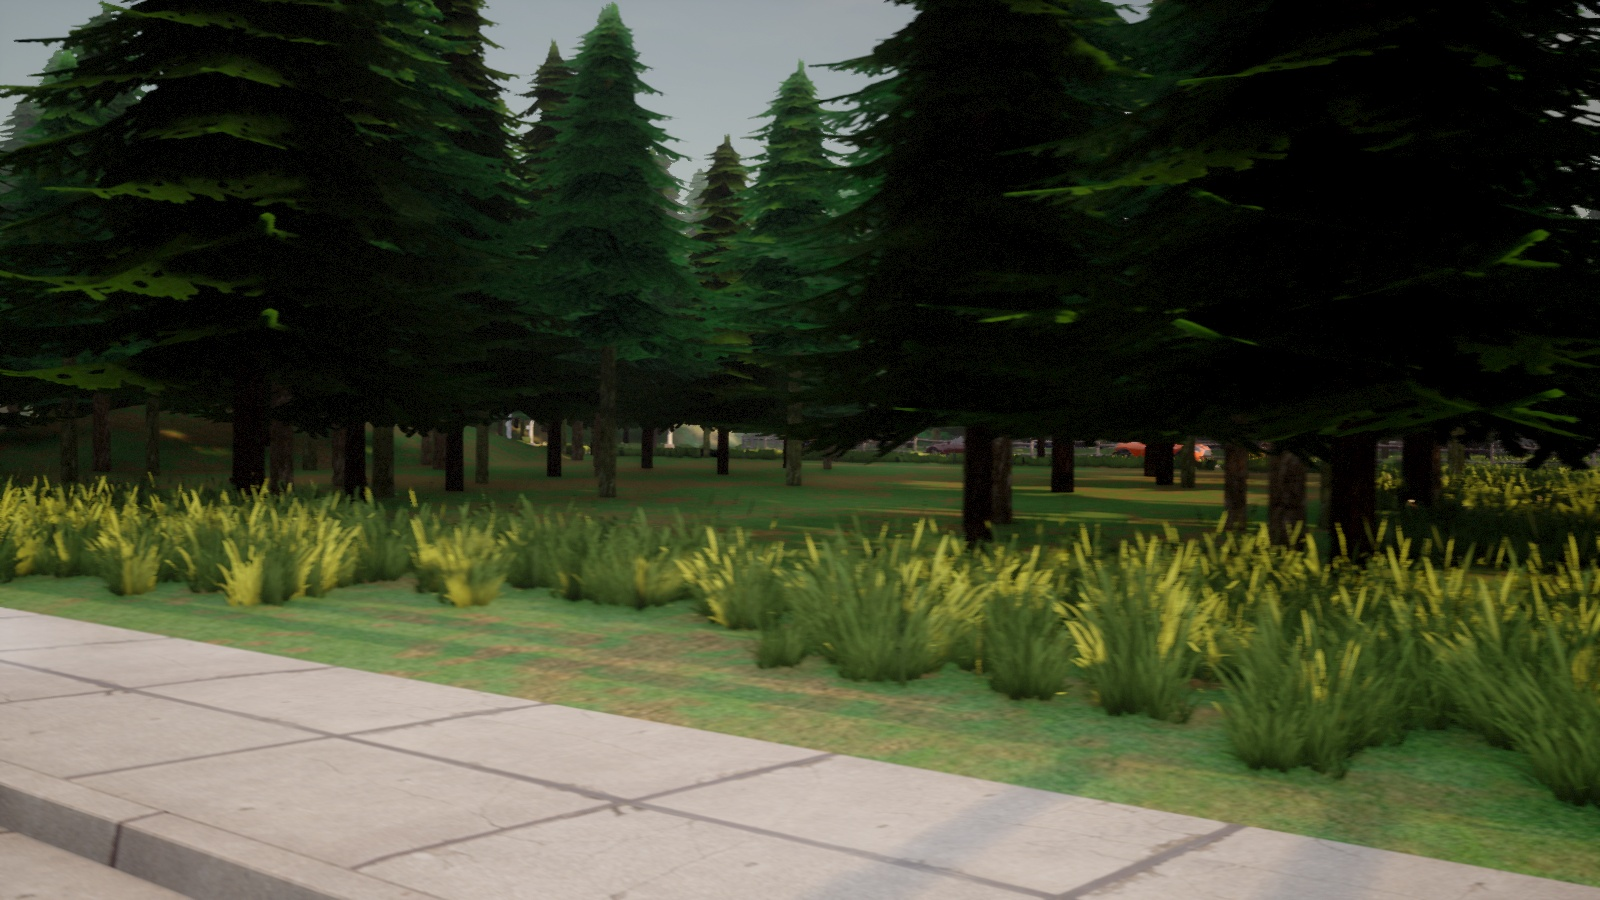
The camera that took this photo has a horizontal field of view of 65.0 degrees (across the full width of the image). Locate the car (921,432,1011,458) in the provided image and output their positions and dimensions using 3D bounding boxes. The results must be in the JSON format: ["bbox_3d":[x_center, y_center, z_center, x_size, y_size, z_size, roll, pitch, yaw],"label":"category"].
[{"bbox_3d":[9.294,-0.287,70.332,4.674,1.442,1.812,0,1,36],"label":"car"}]

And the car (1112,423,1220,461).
[{"bbox_3d":[17.496,-0.389,60.092,4.553,1.767,2.097,0,1,36],"label":"car"}]
